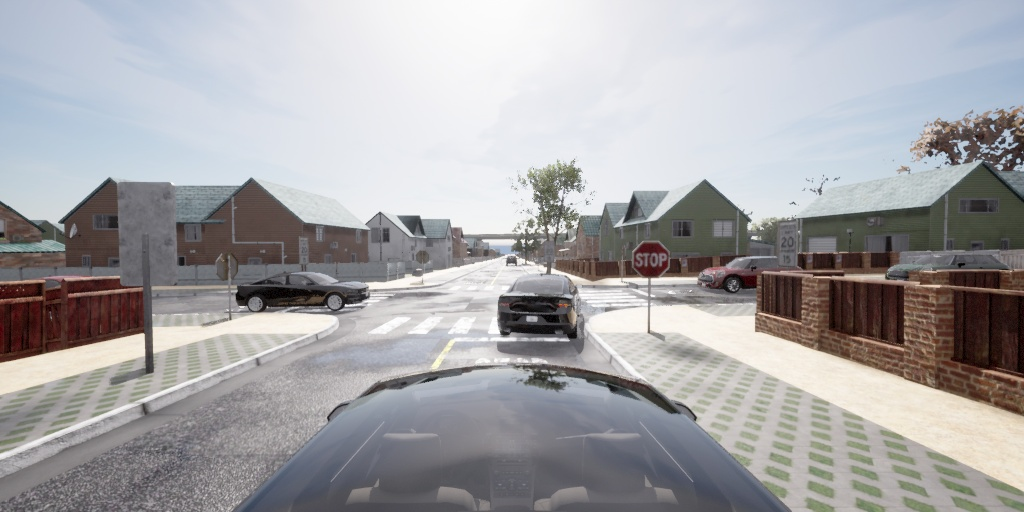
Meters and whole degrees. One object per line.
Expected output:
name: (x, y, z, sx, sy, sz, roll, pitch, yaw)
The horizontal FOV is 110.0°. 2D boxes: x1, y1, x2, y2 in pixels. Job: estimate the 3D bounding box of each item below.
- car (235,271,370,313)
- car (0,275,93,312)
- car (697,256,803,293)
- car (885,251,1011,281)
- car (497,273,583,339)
car: (-8.483, 1.377, 14.767, 5.008, 1.535, 1.882, -1, 2, 0)
car: (-18.036, 1.547, 14.694, 5.008, 1.535, 1.882, -1, 2, 0)
car: (11.788, 0.820, 17.872, 4.553, 1.767, 2.097, -1, 2, 0)
car: (21.683, 0.646, 17.955, 4.553, 1.767, 2.097, -1, 2, 0)
car: (0.948, 1.224, 10.251, 1.882, 1.535, 5.008, 0, 0, 12)
